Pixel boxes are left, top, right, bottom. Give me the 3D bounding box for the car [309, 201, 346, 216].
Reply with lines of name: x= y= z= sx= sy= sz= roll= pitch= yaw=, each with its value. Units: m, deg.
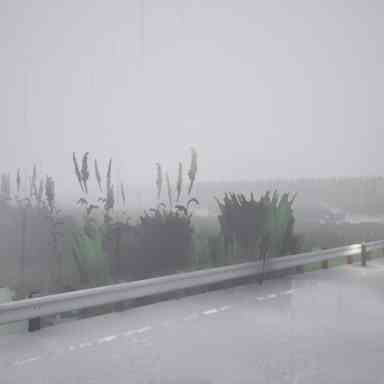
car: x=10.878 y=1.574 z=29.024 sx=2.097 sy=1.767 sz=4.553 roll=-1 pitch=1 yaw=-43
